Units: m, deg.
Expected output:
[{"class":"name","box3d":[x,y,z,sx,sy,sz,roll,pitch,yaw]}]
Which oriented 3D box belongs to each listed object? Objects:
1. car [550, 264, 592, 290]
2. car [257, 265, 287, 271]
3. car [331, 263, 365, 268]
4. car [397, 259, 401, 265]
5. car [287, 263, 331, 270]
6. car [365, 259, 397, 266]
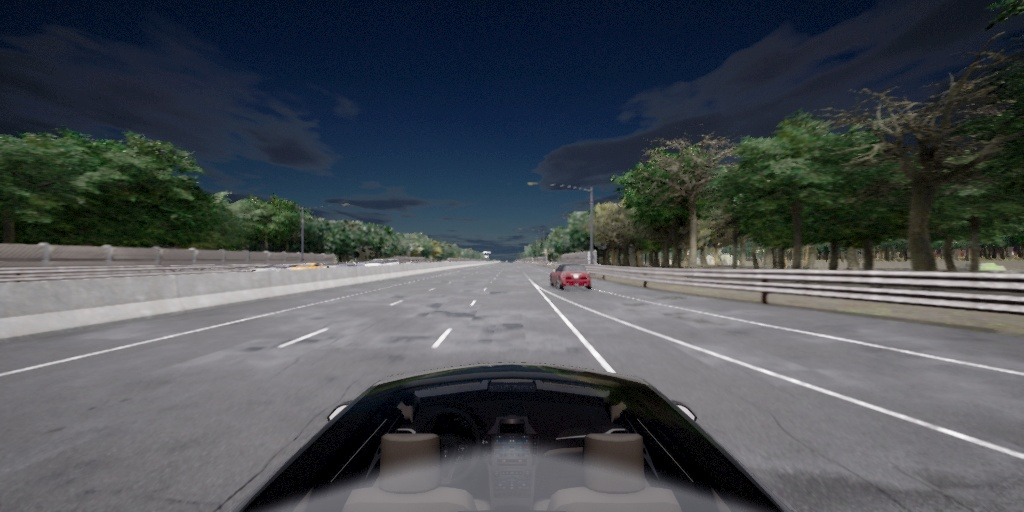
[{"class":"car","box3d":[3.884,1.311,24.440,2.097,1.767,4.553,0,-1,-3]},{"class":"car","box3d":[-28.094,1.726,42.899,1.895,1.301,4.718,0,-1,0]},{"class":"car","box3d":[-21.082,1.697,45.511,2.033,1.411,5.357,0,-1,1]},{"class":"car","box3d":[-21.049,1.519,61.744,2.150,2.045,5.566,0,0,0]},{"class":"car","box3d":[-24.595,1.610,43.609,1.882,1.535,5.008,0,-1,0]},{"class":"car","box3d":[-17.575,1.390,47.385,2.150,2.045,5.566,0,-1,1]}]
